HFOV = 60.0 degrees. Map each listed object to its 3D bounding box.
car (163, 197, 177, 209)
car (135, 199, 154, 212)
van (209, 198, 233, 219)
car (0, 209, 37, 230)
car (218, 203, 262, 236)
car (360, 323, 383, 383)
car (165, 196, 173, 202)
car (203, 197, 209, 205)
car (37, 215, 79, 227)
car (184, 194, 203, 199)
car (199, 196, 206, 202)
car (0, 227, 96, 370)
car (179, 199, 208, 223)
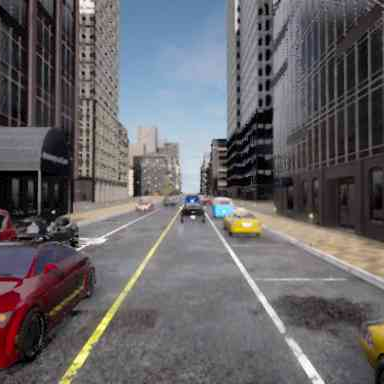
[{"bbox_3d":[-3.135,1.701,47.738,1.895,1.301,4.718,0,0,0],"label":"car"},{"bbox_3d":[-5.690,1.525,40.496,1.967,1.590,4.097,1,0,0],"label":"car"},{"bbox_3d":[2.672,1.403,29.478,1.690,1.788,3.998,1,0,0],"label":"van"},{"bbox_3d":[-5.648,1.330,7.045,2.192,1.841,5.009,1,0,0],"label":"car"},{"bbox_3d":[2.681,1.564,18.493,1.752,1.417,4.829,1,0,0],"label":"car"},{"bbox_3d":[2.701,1.529,1.761,1.752,1.417,4.829,1,0,0],"label":"car"},{"bbox_3d":[-5.777,1.725,84.078,1.887,1.381,4.507,1,0,0],"label":"car"},{"bbox_3d":[2.635,1.703,57.364,1.802,1.307,4.206,1,0,0],"label":"car"},{"bbox_3d":[-5.660,1.592,12.619,1.947,1.339,4.313,1,0,0],"label":"car"},{"bbox_3d":[0.045,1.318,45.770,2.150,2.045,5.566,0,0,0],"label":"car"},{"bbox_3d":[2.604,1.706,84.307,1.752,1.417,4.829,1,0,0],"label":"car"},{"bbox_3d":[-3.107,1.576,5.707,1.994,1.385,4.181,0,0,0],"label":"car"},{"bbox_3d":[0.068,1.560,26.288,1.837,1.490,4.892,0,0,0],"label":"car"}]
